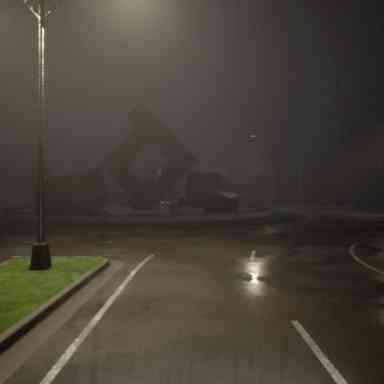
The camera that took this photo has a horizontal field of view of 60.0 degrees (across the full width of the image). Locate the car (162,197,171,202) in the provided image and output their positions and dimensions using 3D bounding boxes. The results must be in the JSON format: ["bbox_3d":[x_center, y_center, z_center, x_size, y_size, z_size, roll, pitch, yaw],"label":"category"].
[{"bbox_3d":[-6.434,1.867,83.691,1.812,1.442,4.674,0,0,-1],"label":"car"}]
